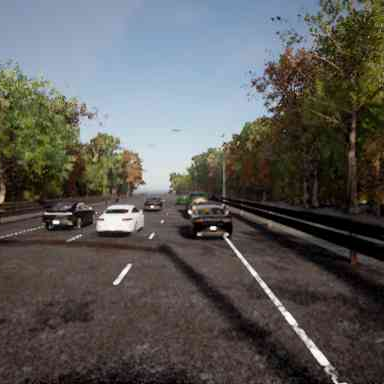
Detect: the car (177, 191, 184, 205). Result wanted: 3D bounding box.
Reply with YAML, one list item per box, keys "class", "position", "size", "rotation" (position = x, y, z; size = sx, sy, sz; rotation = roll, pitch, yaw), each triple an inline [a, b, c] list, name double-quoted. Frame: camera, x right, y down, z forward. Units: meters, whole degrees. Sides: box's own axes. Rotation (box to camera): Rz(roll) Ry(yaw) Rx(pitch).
- class: "car"
  position: [-1.183, 0.926, 51.334]
  size: [2.150, 2.045, 5.566]
  rotation: [0, 0, -2]

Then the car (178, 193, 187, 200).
- class: "car"
  position: [-2.026, 0.966, 69.629]
  size: [1.812, 1.442, 4.674]
  rotation: [0, 0, -3]

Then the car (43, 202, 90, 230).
- class: "car"
  position: [-7.173, 1.351, 19.868]
  size: [2.128, 1.511, 4.902]
  rotation: [0, 0, -1]

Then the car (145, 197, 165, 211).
- class: "car"
  position: [-4.078, 1.276, 35.994]
  size: [1.837, 1.490, 4.892]
  rotation: [0, 0, -2]

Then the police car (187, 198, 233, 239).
- class: "police car"
  position: [0.850, 1.307, 16.622]
  size: [1.930, 1.638, 5.238]
  rotation: [0, 0, -1]

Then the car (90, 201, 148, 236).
- class: "car"
  position: [-3.624, 1.402, 17.326]
  size: [1.812, 1.442, 4.674]
  rotation: [0, 0, -1]

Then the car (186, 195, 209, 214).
- class: "car"
  position: [0.638, 1.277, 26.765]
  size: [1.801, 1.575, 5.366]
  rotation: [0, 0, -1]

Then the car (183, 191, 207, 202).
- class: "car"
  position: [0.483, 1.016, 32.641]
  size: [2.150, 2.045, 5.566]
  rotation: [0, 0, -2]
